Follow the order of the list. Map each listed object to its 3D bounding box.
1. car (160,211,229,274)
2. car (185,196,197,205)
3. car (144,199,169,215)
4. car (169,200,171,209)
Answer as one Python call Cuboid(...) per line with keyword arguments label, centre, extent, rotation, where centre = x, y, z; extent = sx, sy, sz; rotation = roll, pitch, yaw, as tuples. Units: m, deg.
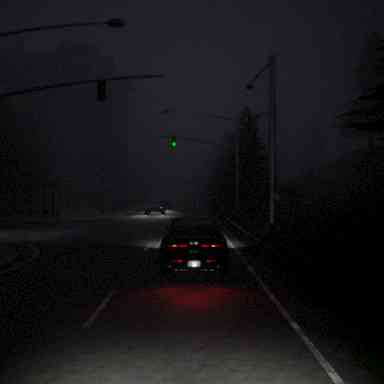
Cuboid(label="car", centre=(0.051, 1.501, 10.506), extent=(1.837, 1.490, 4.892), rotation=(0, 0, 0))
Cuboid(label="car", centre=(-0.160, 1.458, 59.325), extent=(1.882, 1.535, 5.008), rotation=(0, 0, 0))
Cuboid(label="car", centre=(-3.729, 1.515, 34.514), extent=(1.812, 1.442, 4.674), rotation=(0, 0, -1))
Cuboid(label="car", centre=(-3.783, 1.587, 44.359), extent=(1.895, 1.301, 4.718), rotation=(0, 0, 0))
